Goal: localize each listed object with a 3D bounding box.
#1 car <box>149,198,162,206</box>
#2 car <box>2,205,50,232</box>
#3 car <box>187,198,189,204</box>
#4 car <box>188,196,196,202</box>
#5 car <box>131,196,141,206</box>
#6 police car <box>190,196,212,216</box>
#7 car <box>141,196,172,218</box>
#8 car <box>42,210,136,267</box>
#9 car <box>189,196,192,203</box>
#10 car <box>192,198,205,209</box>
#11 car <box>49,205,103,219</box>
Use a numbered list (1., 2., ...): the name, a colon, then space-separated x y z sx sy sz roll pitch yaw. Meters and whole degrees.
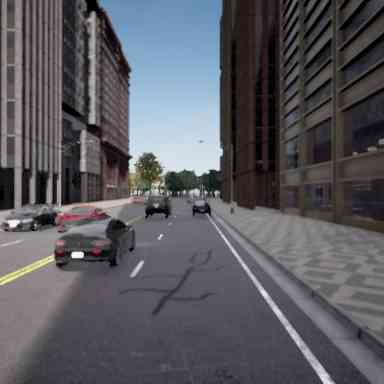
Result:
1. car: -6.531 1.780 60.667 1.812 1.442 4.674 0 0 1
2. car: -9.847 1.581 20.768 2.128 1.511 4.902 0 0 0
3. car: 0.003 1.715 68.923 1.994 1.385 4.181 0 0 0
4. car: 0.003 1.760 86.195 2.033 1.411 5.357 0 0 0
5. car: -9.777 1.609 61.141 2.097 1.767 4.553 0 0 1
6. police car: 0.976 1.570 34.410 1.930 1.638 5.238 0 0 0
7. car: -3.150 1.357 32.022 2.150 2.045 5.566 0 0 0
8. car: -3.136 1.576 11.443 1.812 1.442 4.674 0 0 0
9. car: 0.975 1.537 44.271 2.097 1.767 4.553 0 0 0
10. car: 0.977 1.736 50.299 1.812 1.442 4.674 0 0 0
11. car: -6.598 1.565 20.416 1.882 1.535 5.008 0 0 0
